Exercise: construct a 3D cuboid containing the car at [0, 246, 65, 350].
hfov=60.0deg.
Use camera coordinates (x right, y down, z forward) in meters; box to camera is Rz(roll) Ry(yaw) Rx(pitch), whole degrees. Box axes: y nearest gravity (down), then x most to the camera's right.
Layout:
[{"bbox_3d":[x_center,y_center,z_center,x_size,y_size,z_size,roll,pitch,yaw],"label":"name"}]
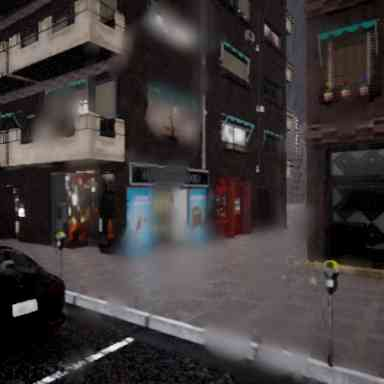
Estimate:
[{"bbox_3d":[-3.934,1.603,5.676,4.313,1.339,1.947,0,0,35],"label":"car"}]
